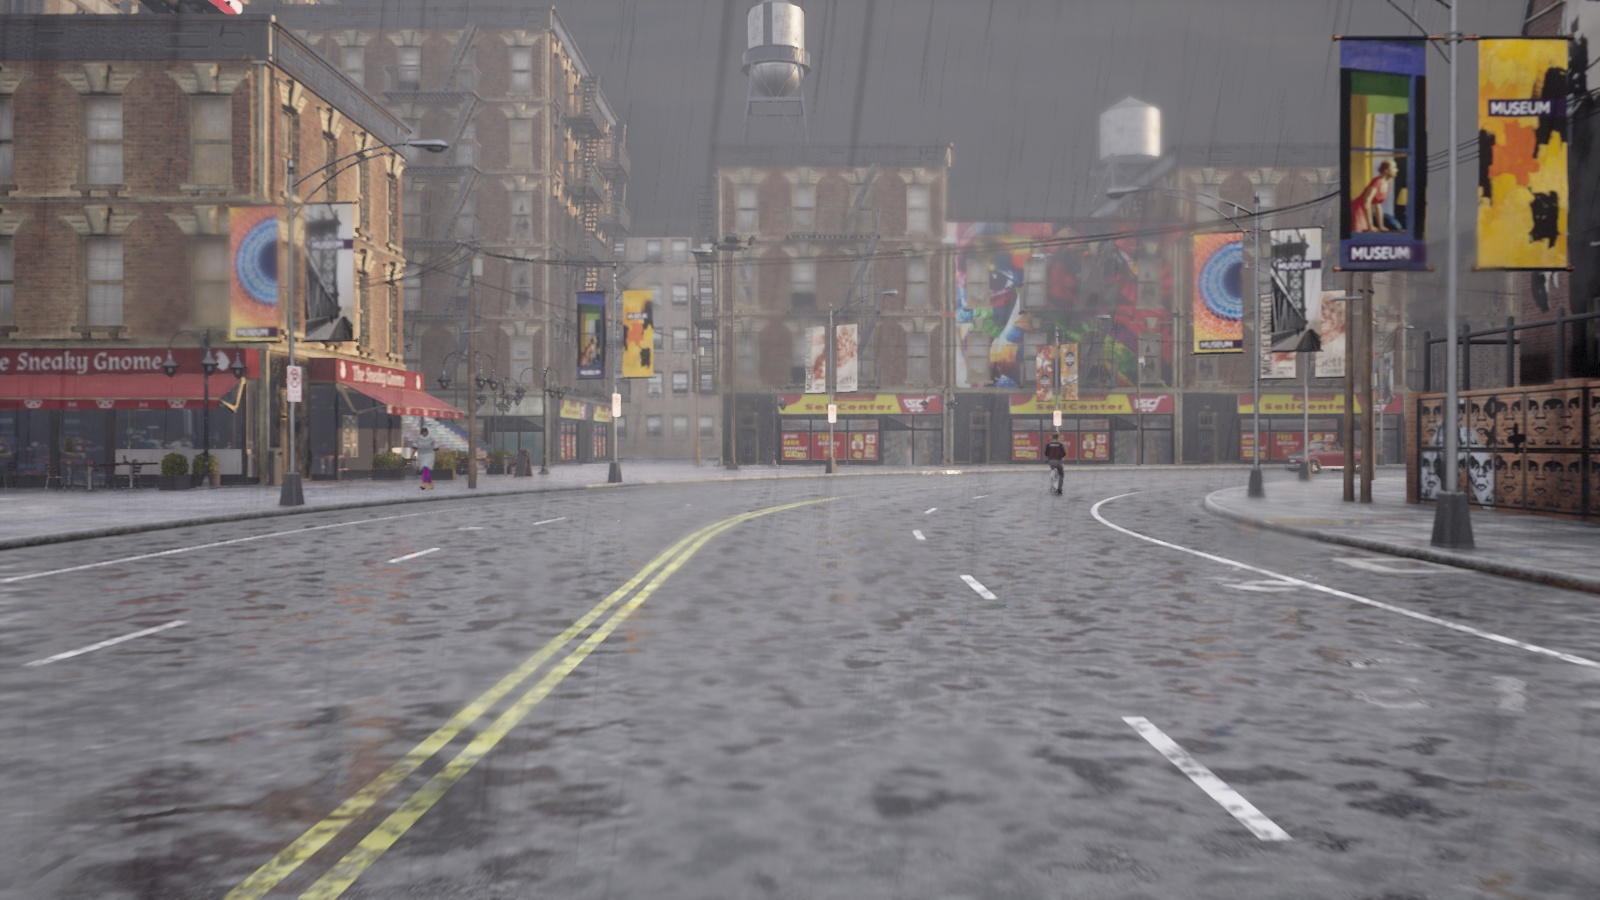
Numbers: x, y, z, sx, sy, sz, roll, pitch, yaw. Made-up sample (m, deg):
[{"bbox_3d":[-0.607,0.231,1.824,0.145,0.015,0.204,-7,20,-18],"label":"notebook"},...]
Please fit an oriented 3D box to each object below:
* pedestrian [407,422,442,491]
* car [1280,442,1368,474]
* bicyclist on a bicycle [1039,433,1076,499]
[{"bbox_3d":[-10.745,0.192,35.989,0.659,1.952,0.873,0,0,7],"label":"pedestrian"},{"bbox_3d":[25.871,0.396,62.054,3.705,1.549,1.789,0,0,-16],"label":"car"},{"bbox_3d":[7.212,0.425,35.110,0.659,1.776,1.843,1,1,23],"label":"bicyclist on a bicycle"}]
